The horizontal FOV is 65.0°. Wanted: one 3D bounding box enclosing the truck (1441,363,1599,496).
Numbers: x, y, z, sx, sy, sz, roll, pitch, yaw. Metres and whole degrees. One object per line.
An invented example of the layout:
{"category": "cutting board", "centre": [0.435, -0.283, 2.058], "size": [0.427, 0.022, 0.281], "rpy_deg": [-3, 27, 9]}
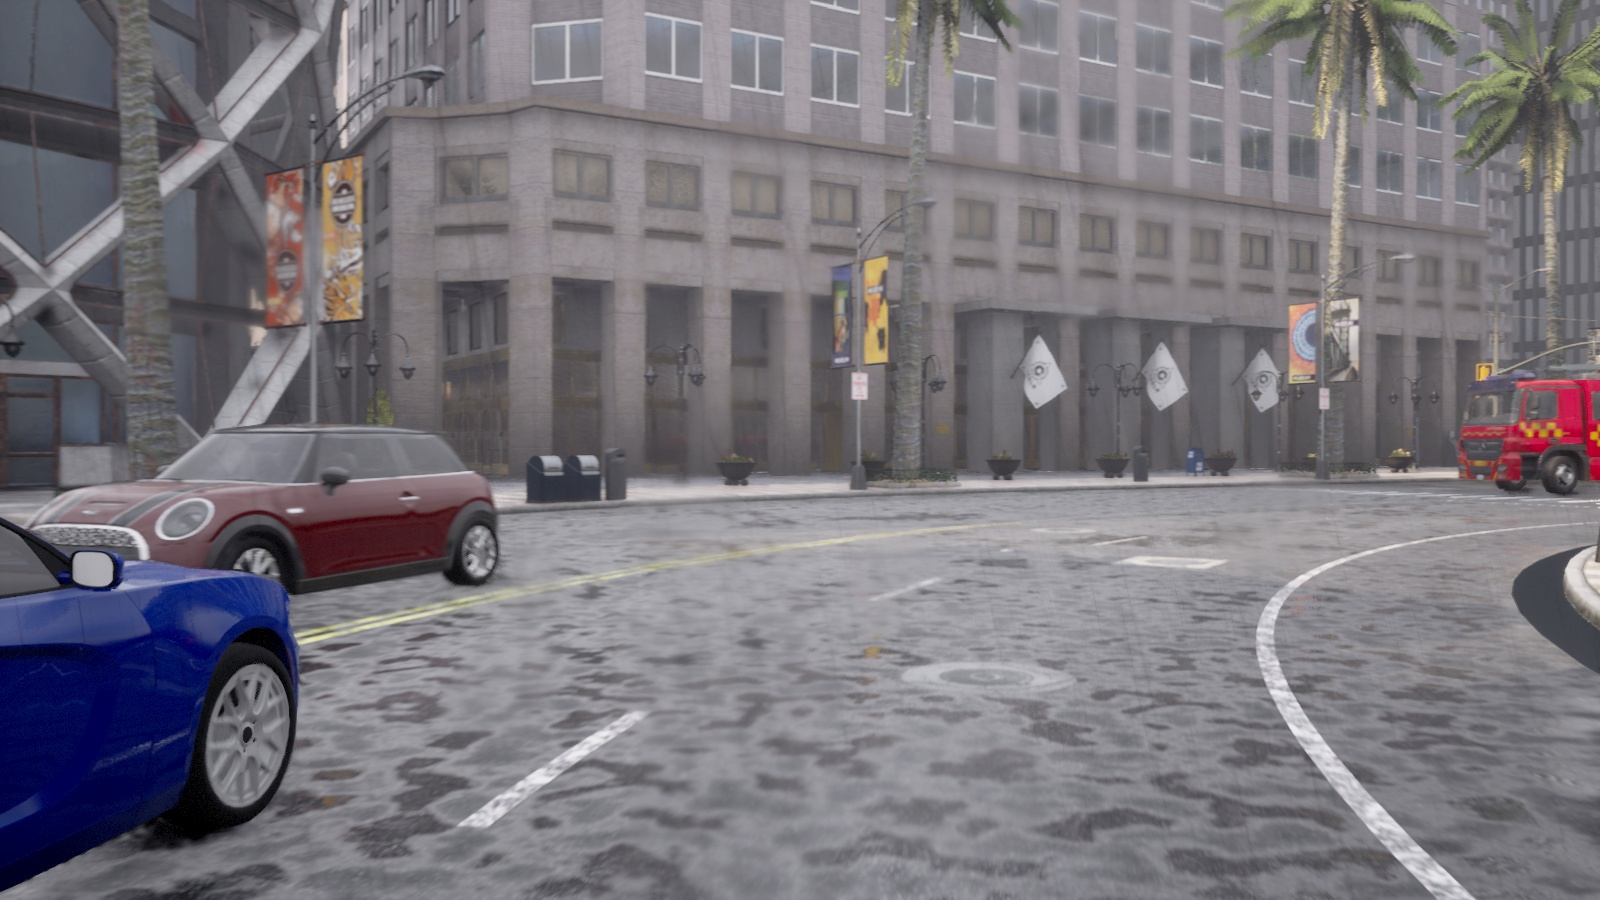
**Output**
{"category": "truck", "centre": [24.325, -0.587, 37.942], "size": [8.468, 3.827, 2.891], "rpy_deg": [0, 0, -2]}

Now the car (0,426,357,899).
{"category": "car", "centre": [-3.206, 0.699, 3.370], "size": [1.882, 1.535, 5.008], "rpy_deg": [0, 0, 5]}

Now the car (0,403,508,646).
{"category": "car", "centre": [-4.911, 0.530, 11.628], "size": [2.097, 1.767, 4.553], "rpy_deg": [0, 0, 21]}
